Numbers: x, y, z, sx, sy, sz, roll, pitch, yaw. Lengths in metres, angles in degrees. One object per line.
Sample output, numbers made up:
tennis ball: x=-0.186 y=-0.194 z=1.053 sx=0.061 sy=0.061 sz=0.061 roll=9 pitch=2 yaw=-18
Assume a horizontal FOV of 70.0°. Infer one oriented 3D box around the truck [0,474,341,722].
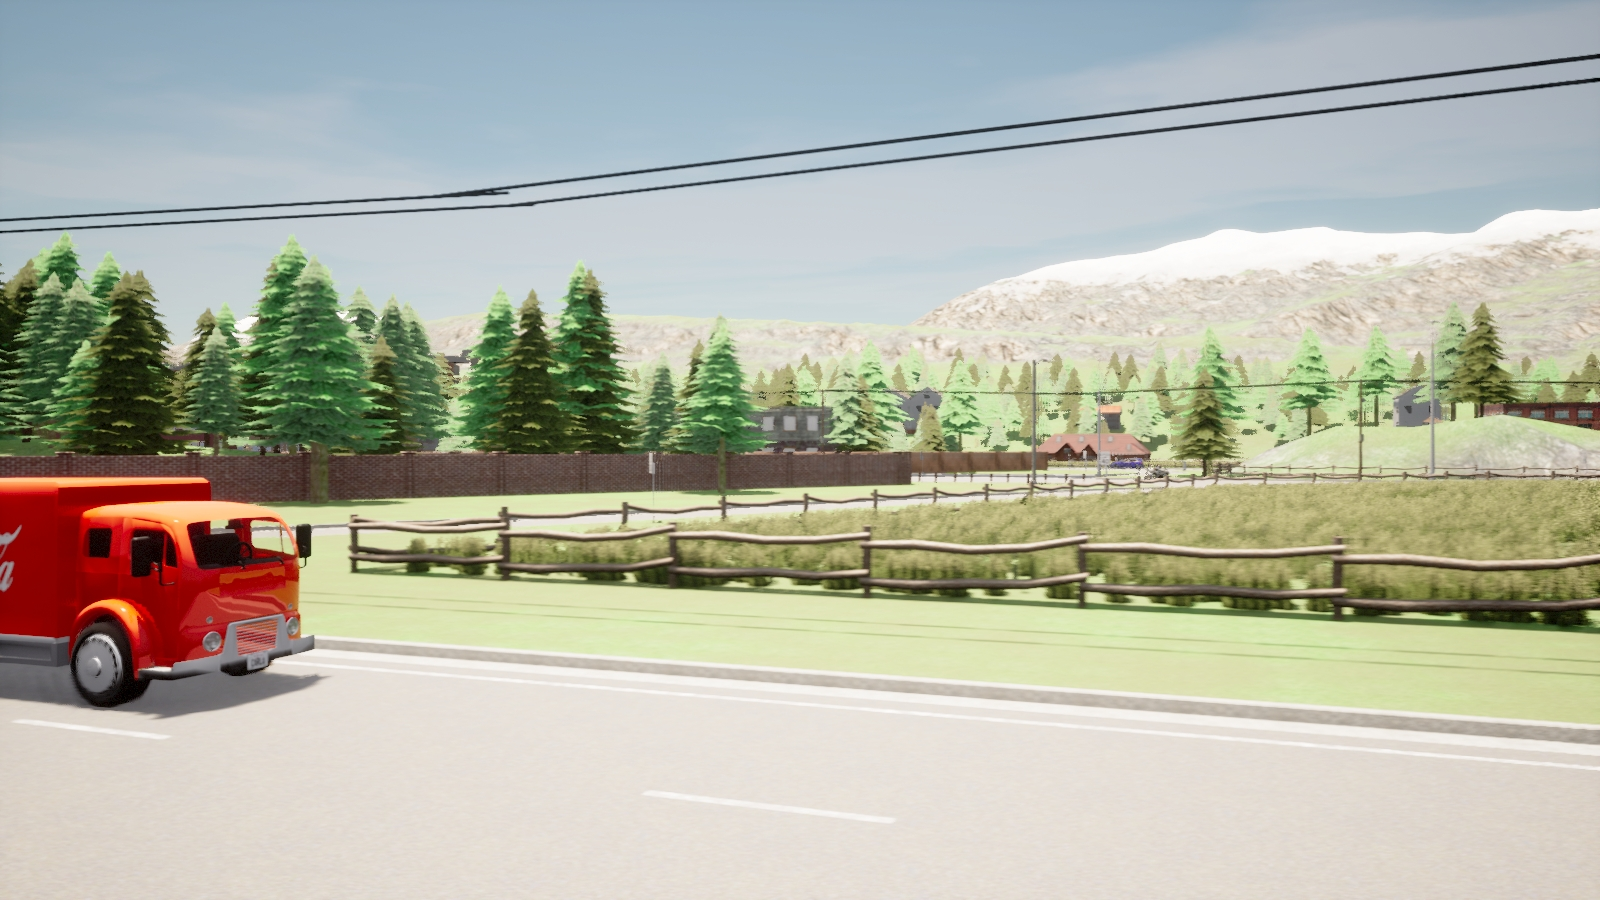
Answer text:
truck: x=-8.608 y=1.568 z=13.880 sx=5.204 sy=2.467 sz=2.627 roll=0 pitch=0 yaw=20
